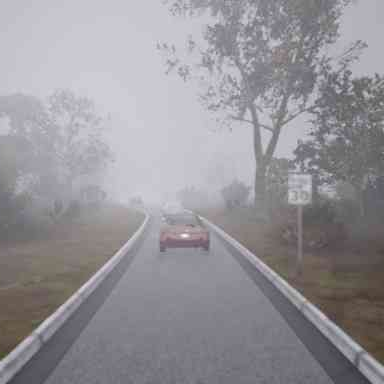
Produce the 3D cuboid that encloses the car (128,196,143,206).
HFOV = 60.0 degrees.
[{"bbox_3d":[-9.392,1.392,56.093,2.097,1.767,4.553,0,0,-12],"label":"car"}]

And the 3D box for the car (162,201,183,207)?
[{"bbox_3d":[-1.763,1.549,30.776,1.812,1.442,4.674,0,0,-7],"label":"car"}]

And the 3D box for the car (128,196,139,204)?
[{"bbox_3d":[-11.498,1.526,65.257,1.882,1.535,5.008,0,0,-14],"label":"car"}]

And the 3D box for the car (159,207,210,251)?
[{"bbox_3d":[-0.364,1.574,14.216,1.994,1.385,4.181,0,0,-3],"label":"car"}]
